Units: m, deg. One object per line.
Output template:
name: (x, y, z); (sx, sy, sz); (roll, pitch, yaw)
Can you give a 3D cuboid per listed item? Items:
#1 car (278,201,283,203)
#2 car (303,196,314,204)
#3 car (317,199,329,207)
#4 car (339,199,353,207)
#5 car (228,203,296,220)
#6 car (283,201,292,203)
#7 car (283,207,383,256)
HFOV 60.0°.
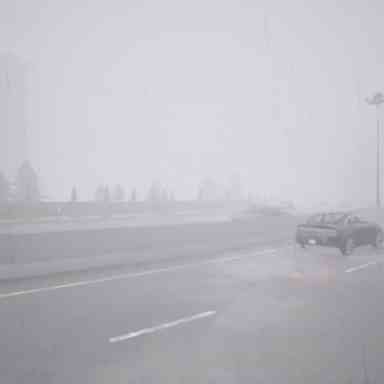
car: (5.407, 1.677, 28.167); (2.128, 1.511, 4.902); (0, -1, 41)
car: (27.900, 1.872, 79.612); (2.150, 2.045, 5.566); (0, -1, 22)
car: (24.982, 2.064, 63.169); (1.994, 1.385, 4.181); (0, -1, 22)
car: (25.448, 1.917, 55.156); (1.882, 1.535, 5.008); (0, -1, 23)
car: (4.605, 1.686, 22.033); (2.033, 1.411, 5.357); (0, -1, 44)
car: (12.077, 1.877, 43.365); (2.033, 1.411, 5.357); (0, -1, 30)
car: (6.117, 1.581, 13.554); (4.902, 1.511, 2.128); (0, 0, -42)
